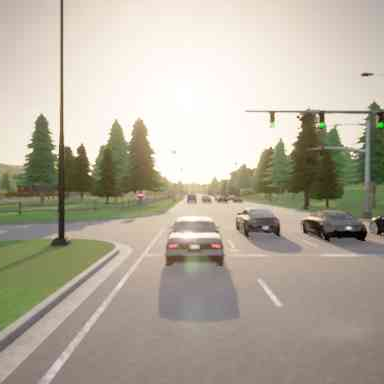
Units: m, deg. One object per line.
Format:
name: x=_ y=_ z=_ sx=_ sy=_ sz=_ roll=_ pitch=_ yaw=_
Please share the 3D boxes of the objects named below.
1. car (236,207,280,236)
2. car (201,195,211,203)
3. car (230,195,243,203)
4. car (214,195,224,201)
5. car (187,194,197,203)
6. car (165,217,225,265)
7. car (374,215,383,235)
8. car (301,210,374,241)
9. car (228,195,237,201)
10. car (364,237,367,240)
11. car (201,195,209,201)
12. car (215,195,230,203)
car: x=3.578 y=1.574 z=18.473 sx=1.812 sy=1.442 sz=4.674 roll=0 pitch=0 yaw=0
car: x=3.459 y=1.728 z=76.244 sx=2.033 sy=1.411 sz=5.357 roll=0 pitch=0 yaw=0
car: x=10.459 y=1.786 z=76.695 sx=1.895 sy=1.301 sz=4.718 roll=0 pitch=0 yaw=0
car: x=6.953 y=1.596 z=86.667 sx=2.033 sy=1.411 sz=5.357 roll=0 pitch=0 yaw=0
car: x=-0.041 y=1.413 z=76.273 sx=2.150 sy=2.045 sz=5.566 roll=0 pitch=0 yaw=0
car: x=0.081 y=1.578 z=11.755 sx=2.033 sy=1.411 sz=5.357 roll=0 pitch=0 yaw=0
car: x=10.586 y=1.547 z=16.160 sx=1.837 sy=1.490 sz=4.892 roll=0 pitch=0 yaw=0
car: x=7.086 y=1.609 z=17.032 sx=1.994 sy=1.385 sz=4.181 roll=0 pitch=0 yaw=0
car: x=10.453 y=1.580 z=86.669 sx=1.812 sy=1.442 sz=4.674 roll=0 pitch=0 yaw=0
car: x=3.600 y=1.485 z=2.562 sx=1.882 sy=1.535 sz=5.008 roll=0 pitch=0 yaw=0
car: x=3.453 y=1.534 z=86.665 sx=1.882 sy=1.535 sz=5.008 roll=0 pitch=0 yaw=0
car: x=6.959 y=1.545 z=76.633 sx=2.097 sy=1.767 sz=4.553 roll=0 pitch=0 yaw=0
